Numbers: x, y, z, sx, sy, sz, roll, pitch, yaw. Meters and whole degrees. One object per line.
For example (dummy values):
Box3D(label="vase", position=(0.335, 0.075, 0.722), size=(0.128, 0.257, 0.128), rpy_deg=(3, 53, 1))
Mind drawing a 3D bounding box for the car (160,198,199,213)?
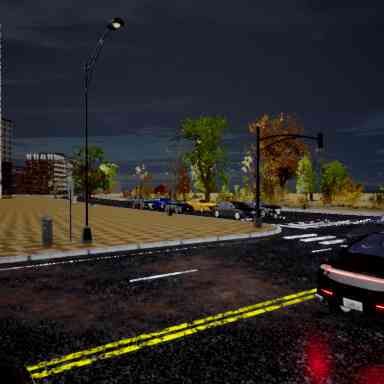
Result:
Box3D(label="car", position=(-1.480, 1.648, 37.633), size=(1.994, 1.385, 4.181), rpy_deg=(0, 0, -32))

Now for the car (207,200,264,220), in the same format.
Box3D(label="car", position=(3.732, 1.564, 29.198), size=(1.837, 1.490, 4.892), rpy_deg=(0, 0, -32))

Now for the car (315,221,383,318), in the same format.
Box3D(label="car", position=(4.444, 1.491, 6.410), size=(4.902, 1.511, 2.128), rpy_deg=(0, 0, -34))

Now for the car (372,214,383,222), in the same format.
Box3D(label="car", position=(8.318, 1.546, 13.113), size=(5.357, 1.411, 2.033), rpy_deg=(0, 0, -33))

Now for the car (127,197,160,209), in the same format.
Box3D(label="car", position=(-6.801, 1.597, 46.417), size=(2.128, 1.511, 4.902), rpy_deg=(0, 0, -31))

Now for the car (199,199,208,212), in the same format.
Box3D(label="car", position=(1.052, 1.550, 39.727), size=(1.882, 1.535, 5.008), rpy_deg=(0, 0, -31))

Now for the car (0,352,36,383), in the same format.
Box3D(label="car", position=(-3.141, 1.492, 1.169), size=(4.902, 1.511, 2.128), rpy_deg=(0, 0, -35))

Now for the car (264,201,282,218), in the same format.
Box3D(label="car", position=(6.280, 1.540, 31.257), size=(2.128, 1.511, 4.902), rpy_deg=(0, 0, -32))
